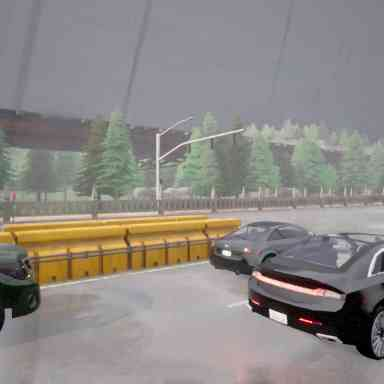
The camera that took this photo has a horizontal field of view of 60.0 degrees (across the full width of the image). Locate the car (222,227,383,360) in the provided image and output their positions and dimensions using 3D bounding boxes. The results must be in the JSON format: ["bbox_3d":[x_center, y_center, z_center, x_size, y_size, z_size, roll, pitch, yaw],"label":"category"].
[{"bbox_3d":[3.143,1.492,5.972,4.902,1.511,2.128,0,0,-36],"label":"car"}]

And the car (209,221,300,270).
[{"bbox_3d":[2.535,1.564,9.833,4.181,1.385,1.994,0,0,-36],"label":"car"}]

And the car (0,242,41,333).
[{"bbox_3d":[-5.093,1.221,4.420,5.566,2.045,2.150,0,0,-35],"label":"car"}]
